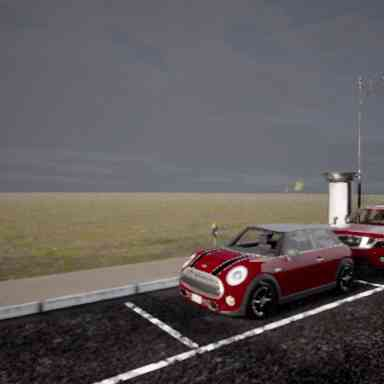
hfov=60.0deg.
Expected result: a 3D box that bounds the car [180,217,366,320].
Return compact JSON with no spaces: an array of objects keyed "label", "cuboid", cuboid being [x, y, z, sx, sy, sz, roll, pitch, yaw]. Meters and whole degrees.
[{"label":"car","cuboid":[1.721,1.452,7.315,4.097,1.590,1.967,0,1,-35]}]

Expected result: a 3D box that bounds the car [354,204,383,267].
[{"label":"car","cuboid":[6.325,1.340,10.597,5.009,1.841,2.192,0,1,-35]}]
